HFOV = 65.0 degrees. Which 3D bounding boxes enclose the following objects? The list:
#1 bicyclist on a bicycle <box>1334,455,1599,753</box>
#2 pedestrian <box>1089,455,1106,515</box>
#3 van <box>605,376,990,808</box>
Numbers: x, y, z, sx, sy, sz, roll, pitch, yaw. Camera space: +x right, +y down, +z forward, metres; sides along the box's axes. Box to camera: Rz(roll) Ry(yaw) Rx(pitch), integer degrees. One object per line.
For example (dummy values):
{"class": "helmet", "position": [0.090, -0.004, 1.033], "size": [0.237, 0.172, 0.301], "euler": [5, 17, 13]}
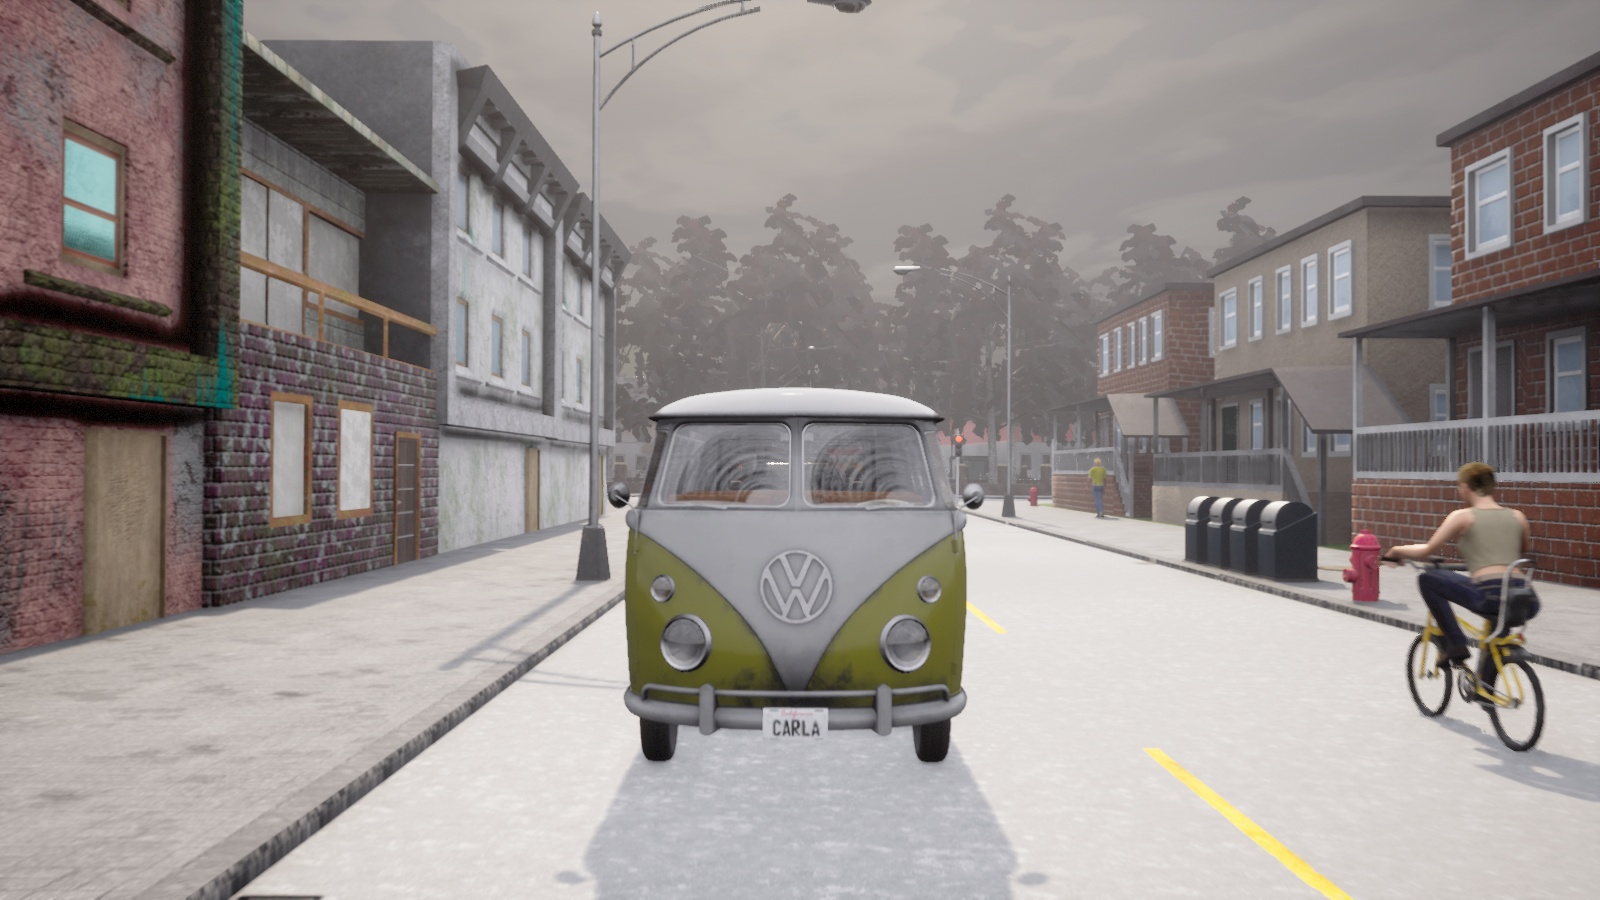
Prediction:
{"class": "bicyclist on a bicycle", "position": [3.978, 0.847, 7.568], "size": [0.866, 1.612, 1.509], "euler": [0, -1, 0]}
{"class": "pedestrian", "position": [9.144, 1.070, 38.611], "size": [0.354, 1.836, 0.706], "euler": [0, -1, -1]}
{"class": "van", "position": [-0.019, 0.686, 8.025], "size": [1.775, 1.987, 4.442], "euler": [0, -1, 0]}
